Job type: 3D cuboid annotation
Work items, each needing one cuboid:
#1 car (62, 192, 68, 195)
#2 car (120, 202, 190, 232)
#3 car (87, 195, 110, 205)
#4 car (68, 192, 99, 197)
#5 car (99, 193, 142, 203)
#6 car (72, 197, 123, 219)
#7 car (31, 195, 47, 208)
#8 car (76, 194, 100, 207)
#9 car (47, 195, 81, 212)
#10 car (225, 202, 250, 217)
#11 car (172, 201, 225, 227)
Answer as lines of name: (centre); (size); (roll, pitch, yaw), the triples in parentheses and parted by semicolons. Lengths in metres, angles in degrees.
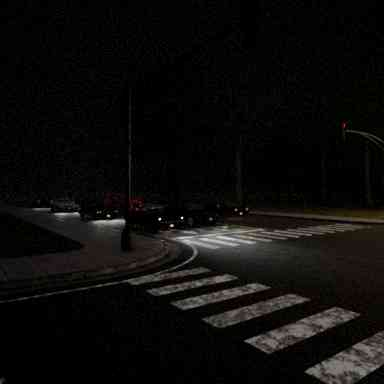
car: (-21.442, 1.036, 57.716); (2.150, 2.045, 5.566); (0, 0, -36)
car: (-2.397, 1.541, 20.214); (1.895, 1.301, 4.718); (0, 0, -36)
car: (-15.687, 1.310, 55.494); (2.128, 1.511, 4.902); (0, 0, -36)
car: (-12.718, 1.082, 40.005); (2.150, 2.045, 5.566); (0, 0, -36)
car: (-6.479, 1.115, 31.385); (2.150, 2.045, 5.566); (0, 0, -36)
car: (-8.056, 1.453, 28.027); (2.033, 1.411, 5.357); (0, 0, -36)
car: (-20.313, 1.203, 45.010); (2.097, 1.767, 4.553); (0, 0, -35)
car: (-15.631, 1.184, 49.794); (2.097, 1.767, 4.553); (0, 0, -35)
car: (-14.091, 1.399, 36.357); (1.812, 1.442, 4.674); (0, 0, -36)
car: (2.859, 1.505, 29.812); (1.895, 1.301, 4.718); (0, 0, -35)
car: (-0.245, 1.408, 22.788); (1.882, 1.535, 5.008); (0, 0, -35)
